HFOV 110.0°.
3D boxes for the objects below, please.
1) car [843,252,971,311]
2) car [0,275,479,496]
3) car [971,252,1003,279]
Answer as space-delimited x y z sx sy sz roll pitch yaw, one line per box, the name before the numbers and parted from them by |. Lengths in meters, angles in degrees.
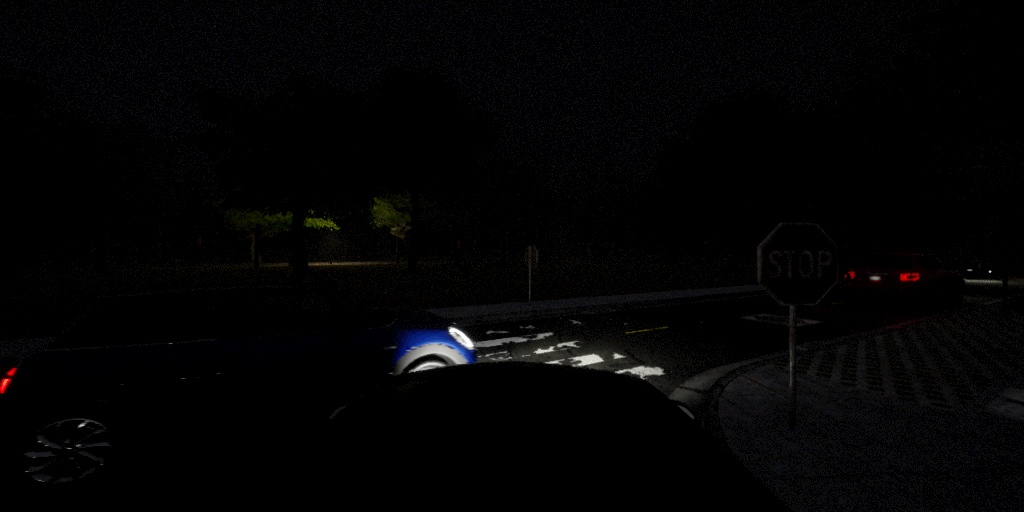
car | 15.385 0.866 14.077 5.566 2.045 2.150 0 0 -28
car | -2.709 1.091 4.612 4.553 1.767 2.097 0 0 -28
car | 37.601 0.716 28.809 5.566 2.045 2.150 0 0 -28
